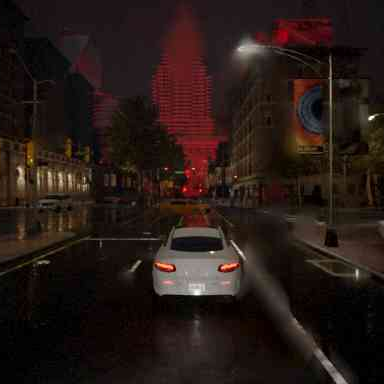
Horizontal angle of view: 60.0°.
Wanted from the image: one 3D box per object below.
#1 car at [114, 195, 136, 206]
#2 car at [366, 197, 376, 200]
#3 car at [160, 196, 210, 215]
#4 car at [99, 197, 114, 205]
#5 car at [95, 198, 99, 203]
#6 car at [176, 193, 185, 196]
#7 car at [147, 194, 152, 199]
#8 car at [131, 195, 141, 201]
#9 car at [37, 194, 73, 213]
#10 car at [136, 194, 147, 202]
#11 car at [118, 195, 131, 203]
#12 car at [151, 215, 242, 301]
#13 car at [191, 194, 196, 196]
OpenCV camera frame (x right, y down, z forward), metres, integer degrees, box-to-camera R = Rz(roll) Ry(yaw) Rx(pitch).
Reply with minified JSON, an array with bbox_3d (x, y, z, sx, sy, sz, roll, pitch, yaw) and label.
[{"bbox_3d":[-11.348,1.478,56.801,1.882,1.535,5.008,0,0,0],"label":"car"},{"bbox_3d":[34.730,1.481,68.120,2.231,1.521,4.892,0,0,0],"label":"car"},{"bbox_3d":[-0.700,1.477,31.851,5.008,1.535,1.882,0,1,25],"label":"car"},{"bbox_3d":[-14.811,1.547,60.661,2.033,1.411,5.357,0,0,1],"label":"car"},{"bbox_3d":[-17.970,1.595,66.948,1.895,1.301,4.718,0,0,0],"label":"car"},{"bbox_3d":[-3.138,1.218,86.529,2.150,2.045,5.566,0,0,0],"label":"car"},{"bbox_3d":[-11.152,1.355,83.041,2.097,1.767,4.553,0,0,0],"label":"car"},{"bbox_3d":[-14.635,1.471,87.193,1.882,1.535,5.008,0,0,0],"label":"car"},{"bbox_3d":[-14.951,1.221,36.600,2.150,2.045,5.566,0,0,0],"label":"car"},{"bbox_3d":[-11.212,1.540,69.019,2.033,1.411,5.357,0,0,0],"label":"car"},{"bbox_3d":[-14.699,1.500,72.206,1.837,1.490,4.892,0,0,0],"label":"car"},{"bbox_3d":[0.110,1.526,8.204,1.812,1.442,4.674,0,0,1],"label":"car"},{"bbox_3d":[0.362,1.493,86.484,1.837,1.490,4.892,0,0,0],"label":"car"}]
